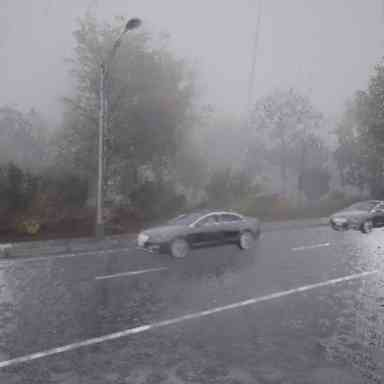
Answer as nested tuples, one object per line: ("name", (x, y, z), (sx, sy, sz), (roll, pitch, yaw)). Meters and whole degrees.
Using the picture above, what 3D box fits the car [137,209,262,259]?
("car", (0.386, 1.429, 12.362), (4.902, 1.511, 2.128), (-1, 0, -32))

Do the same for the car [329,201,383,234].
("car", (9.319, 1.228, 17.411), (4.902, 1.511, 2.128), (-2, 1, -28))
